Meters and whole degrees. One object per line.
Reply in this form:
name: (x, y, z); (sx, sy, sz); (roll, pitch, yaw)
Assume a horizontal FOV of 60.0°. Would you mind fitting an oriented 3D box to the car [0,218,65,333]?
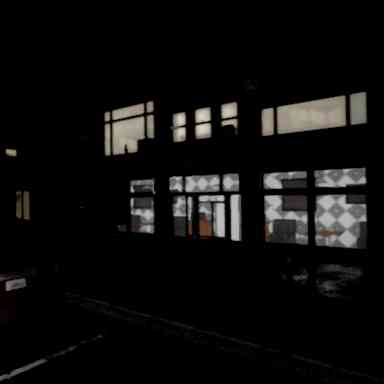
car: (-4.377, 1.389, 6.007); (5.009, 1.841, 2.192); (-1, -1, 35)
